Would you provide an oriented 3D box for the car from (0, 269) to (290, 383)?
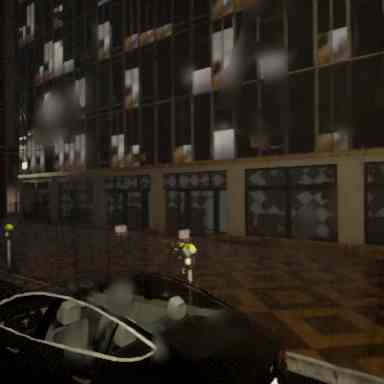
[{"bbox_3d":[-1.120,1.566,3.681,4.313,1.339,1.947,0,-1,35],"label":"car"}]
